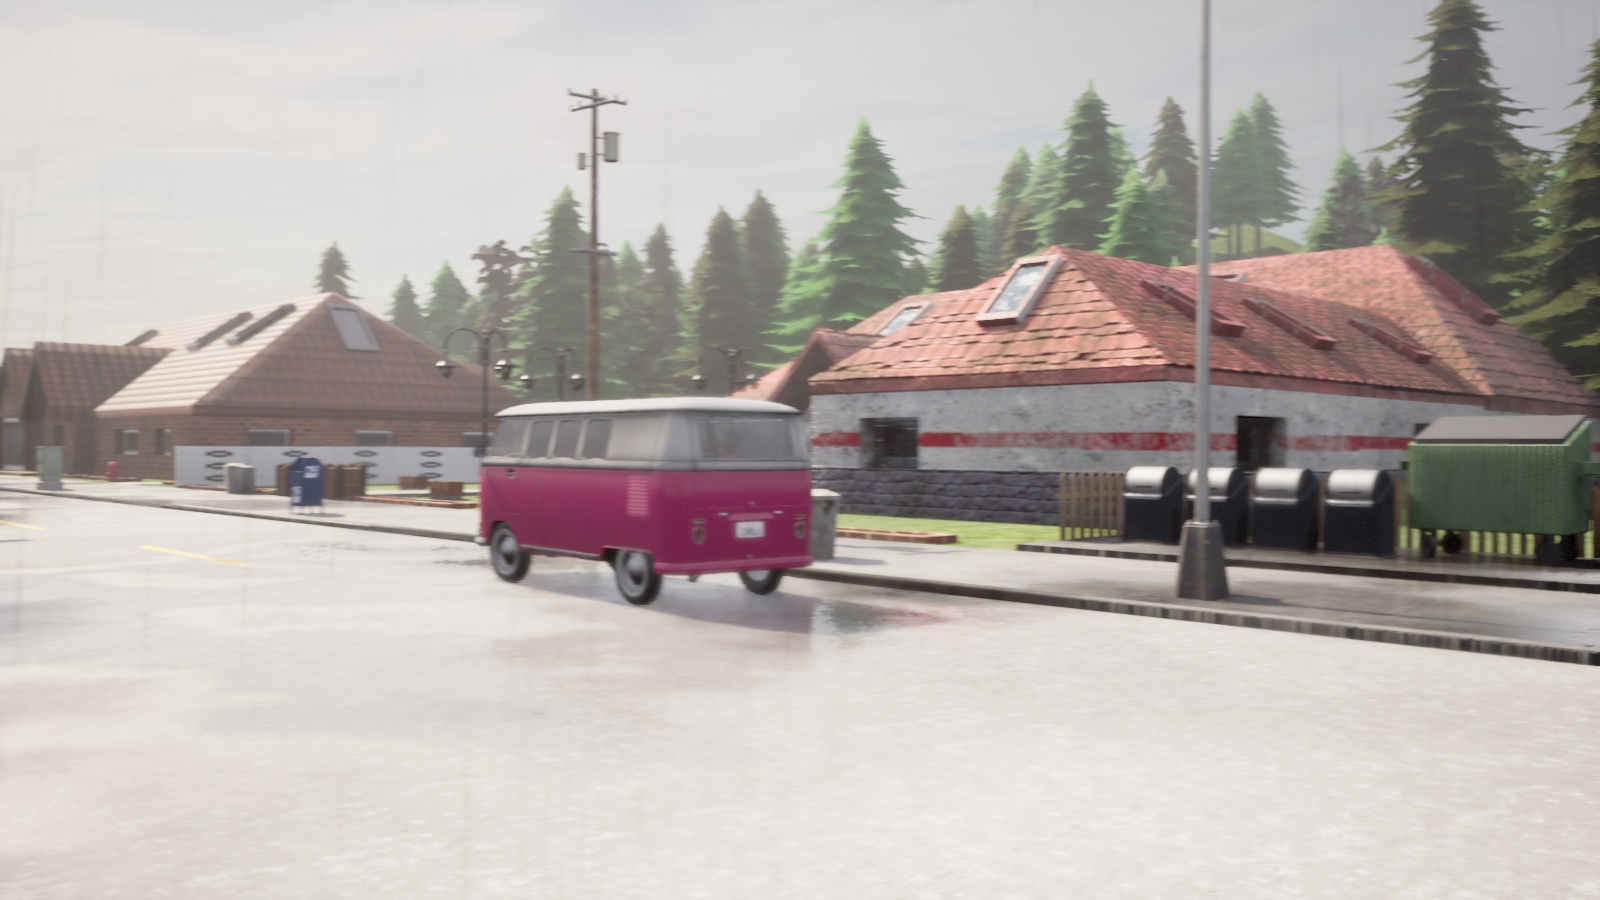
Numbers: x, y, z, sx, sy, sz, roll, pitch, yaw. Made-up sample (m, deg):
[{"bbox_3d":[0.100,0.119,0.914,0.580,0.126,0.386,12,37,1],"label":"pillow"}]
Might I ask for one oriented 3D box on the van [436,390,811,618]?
[{"bbox_3d":[-2.015,0.468,13.187,1.775,1.987,4.442,0,0,-41],"label":"van"}]
